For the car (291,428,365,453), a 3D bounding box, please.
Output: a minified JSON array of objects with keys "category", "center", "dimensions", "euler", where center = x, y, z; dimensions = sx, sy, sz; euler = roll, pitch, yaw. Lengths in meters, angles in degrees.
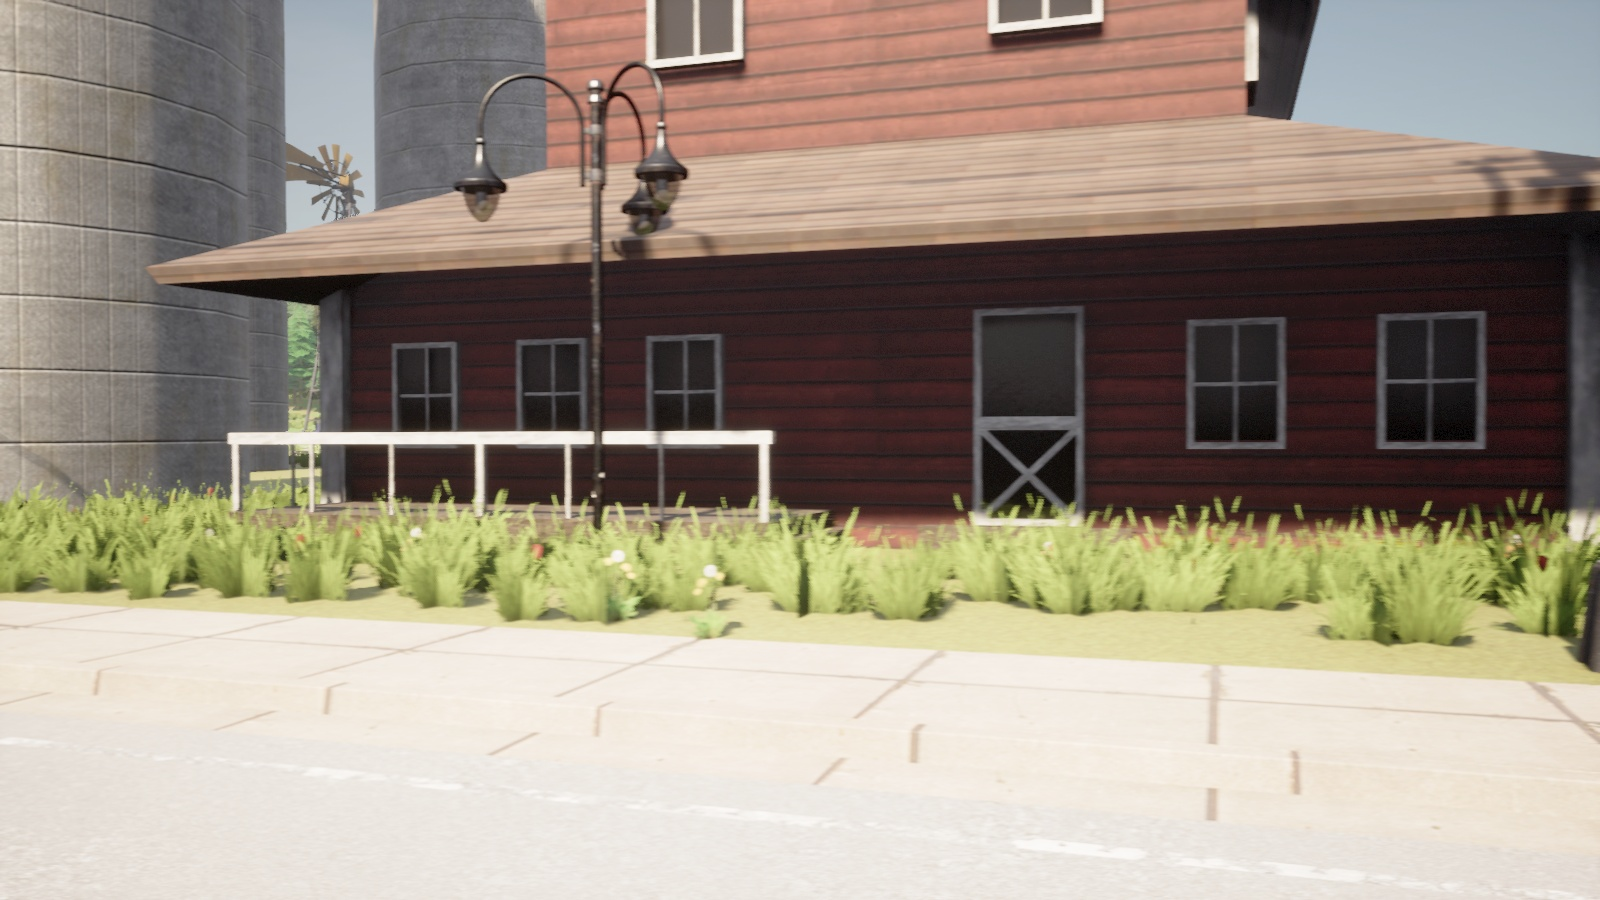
[{"category":"car","center":[-29.836,-0.596,79.471],"dimensions":[2.007,1.525,4.514],"euler":[0,1,18]}]
